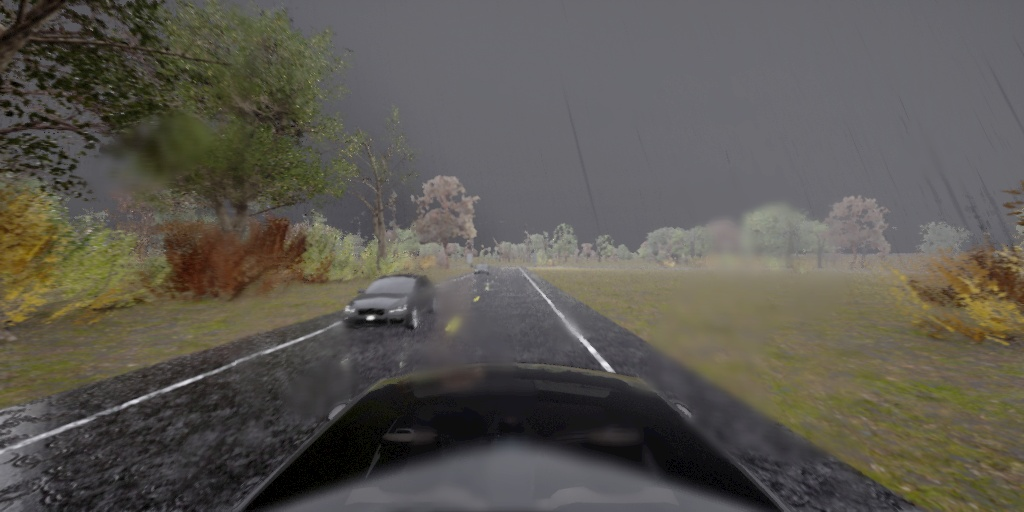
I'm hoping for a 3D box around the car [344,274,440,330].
[{"bbox_3d":[-3.599,1.351,11.563,1.837,1.490,4.892,0,-1,0],"label":"car"}]

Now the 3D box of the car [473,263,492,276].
[{"bbox_3d":[-3.584,1.659,44.318,1.837,1.490,4.892,0,0,0],"label":"car"}]
